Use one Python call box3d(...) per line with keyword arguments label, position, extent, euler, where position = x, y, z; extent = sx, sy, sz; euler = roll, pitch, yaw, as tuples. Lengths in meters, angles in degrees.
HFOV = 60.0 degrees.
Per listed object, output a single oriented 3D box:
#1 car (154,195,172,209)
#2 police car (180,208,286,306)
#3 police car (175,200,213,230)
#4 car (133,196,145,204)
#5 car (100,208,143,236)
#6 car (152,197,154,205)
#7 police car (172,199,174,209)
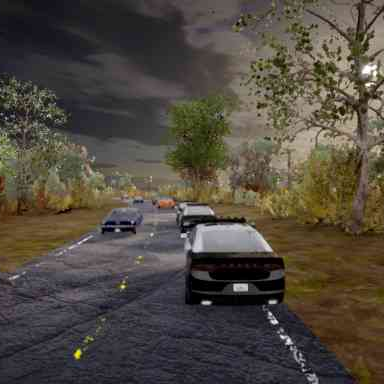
box3d(label="car", position=(-3.680, 1.346, 45.664), extent=(2.097, 1.767, 4.553), euler=(0, 0, -9))
box3d(label="police car", position=(0.746, 1.424, 8.252), extent=(1.930, 1.638, 5.238), euler=(0, 0, -2))
box3d(label="police car", position=(0.244, 1.423, 18.319), extent=(1.930, 1.638, 5.238), euler=(0, 0, -4))
box3d(label="car", position=(-9.832, 1.470, 61.452), extent=(1.882, 1.535, 5.008), euler=(0, 0, -11))
box3d(label="car", position=(-3.833, 1.599, 18.719), extent=(1.895, 1.301, 4.718), euler=(0, 0, -4))
box3d(label="car", position=(-5.852, 1.343, 57.962), extent=(2.097, 1.767, 4.553), euler=(0, 0, -12))
box3d(label="police car", position=(-0.218, 1.422, 24.349), extent=(1.930, 1.638, 5.238), euler=(0, 0, -5))
